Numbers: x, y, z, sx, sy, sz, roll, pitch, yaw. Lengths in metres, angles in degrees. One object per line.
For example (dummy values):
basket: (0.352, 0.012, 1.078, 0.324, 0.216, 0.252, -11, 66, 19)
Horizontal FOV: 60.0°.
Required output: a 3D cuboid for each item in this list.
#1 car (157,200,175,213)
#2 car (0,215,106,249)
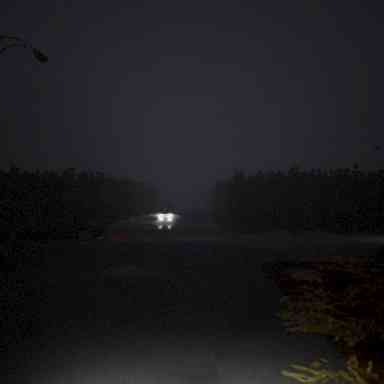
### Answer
car: (-3.113, 1.706, 40.444, 2.128, 1.511, 4.902, 0, 0, 0)
car: (-6.581, 1.776, 15.510, 4.718, 1.301, 1.895, -1, 0, -29)
